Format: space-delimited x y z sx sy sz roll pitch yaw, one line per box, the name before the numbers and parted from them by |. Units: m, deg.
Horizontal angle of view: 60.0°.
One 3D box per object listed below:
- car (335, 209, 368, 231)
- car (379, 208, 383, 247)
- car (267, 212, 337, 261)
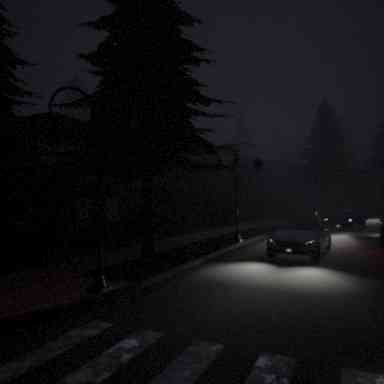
car | 10.635 1.847 22.849 1.895 1.301 4.718 -2 -1 38
car | 9.765 1.675 15.322 1.812 1.442 4.674 -2 -1 32
car | 4.465 1.730 13.443 1.812 1.442 4.674 -1 -1 30
